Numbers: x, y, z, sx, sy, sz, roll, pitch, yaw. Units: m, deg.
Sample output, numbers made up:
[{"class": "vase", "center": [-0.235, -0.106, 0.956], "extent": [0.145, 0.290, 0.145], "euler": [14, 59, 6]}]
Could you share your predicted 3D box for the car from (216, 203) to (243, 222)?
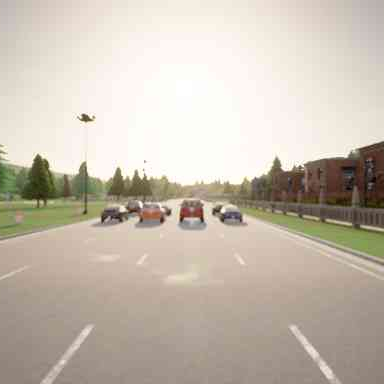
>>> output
[{"class": "car", "center": [3.495, 1.951, 30.431], "extent": [1.812, 1.442, 4.674], "euler": [0, -1, 0]}]

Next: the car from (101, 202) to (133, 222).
[{"class": "car", "center": [-7.007, 1.939, 30.619], "extent": [1.837, 1.490, 4.892], "euler": [0, -1, 0]}]

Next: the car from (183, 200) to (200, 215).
[{"class": "car", "center": [-0.060, 1.945, 42.344], "extent": [2.097, 1.767, 4.553], "euler": [0, -1, 0]}]

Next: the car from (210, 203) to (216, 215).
[{"class": "car", "center": [3.436, 2.088, 41.580], "extent": [1.837, 1.490, 4.892], "euler": [0, 0, 0]}]

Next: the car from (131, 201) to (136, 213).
[{"class": "car", "center": [-7.062, 1.943, 41.900], "extent": [2.097, 1.767, 4.553], "euler": [0, -1, 0]}]

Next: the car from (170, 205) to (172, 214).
[{"class": "car", "center": [-3.564, 2.151, 41.686], "extent": [1.994, 1.385, 4.181], "euler": [0, -1, 0]}]

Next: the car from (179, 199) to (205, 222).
[{"class": "car", "center": [-0.008, 1.652, 30.678], "extent": [2.150, 2.045, 5.566], "euler": [0, -1, 0]}]

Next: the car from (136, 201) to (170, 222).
[{"class": "car", "center": [-3.505, 1.782, 30.558], "extent": [2.097, 1.767, 4.553], "euler": [0, -1, 0]}]
